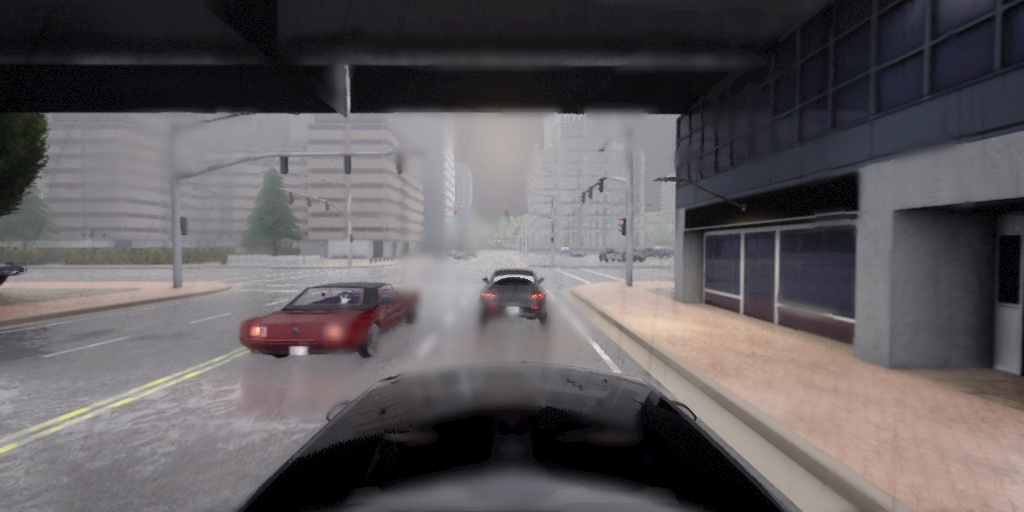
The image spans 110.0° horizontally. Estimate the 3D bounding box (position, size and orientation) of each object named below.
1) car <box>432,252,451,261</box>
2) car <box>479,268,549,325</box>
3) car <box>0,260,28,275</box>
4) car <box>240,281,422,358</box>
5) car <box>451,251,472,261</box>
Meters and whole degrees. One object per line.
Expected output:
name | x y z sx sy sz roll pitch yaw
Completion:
car | -11.677 0.039 58.692 1.994 1.385 4.181 0 1 0
car | 0.055 1.073 10.732 1.812 1.442 4.674 0 1 0
car | -38.860 0.759 25.997 5.357 1.411 2.033 0 1 0
car | -3.452 1.209 8.046 1.895 1.301 4.718 0 1 0
car | -8.180 0.036 58.803 1.994 1.385 4.181 0 1 0
